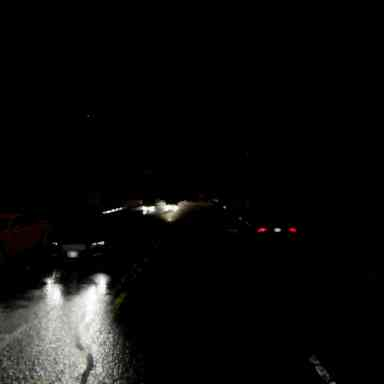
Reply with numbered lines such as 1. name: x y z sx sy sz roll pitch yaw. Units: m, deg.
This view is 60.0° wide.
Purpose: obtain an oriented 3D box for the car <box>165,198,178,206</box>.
1. car: -3.320 1.582 53.955 1.895 1.301 4.718 0 0 0

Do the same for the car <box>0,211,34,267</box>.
1. car: -6.601 1.474 11.409 1.882 1.535 5.008 0 0 0

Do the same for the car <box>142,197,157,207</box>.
1. car: -6.577 1.474 51.676 2.128 1.511 4.902 0 0 0

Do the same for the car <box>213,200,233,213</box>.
1. car: 3.351 1.551 36.361 1.994 1.385 4.181 0 0 0

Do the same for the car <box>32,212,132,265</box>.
1. car: -3.350 1.488 11.791 2.128 1.511 4.902 0 0 0

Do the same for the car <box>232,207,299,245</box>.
1. car: 3.351 1.542 15.514 2.033 1.411 5.357 0 0 0
